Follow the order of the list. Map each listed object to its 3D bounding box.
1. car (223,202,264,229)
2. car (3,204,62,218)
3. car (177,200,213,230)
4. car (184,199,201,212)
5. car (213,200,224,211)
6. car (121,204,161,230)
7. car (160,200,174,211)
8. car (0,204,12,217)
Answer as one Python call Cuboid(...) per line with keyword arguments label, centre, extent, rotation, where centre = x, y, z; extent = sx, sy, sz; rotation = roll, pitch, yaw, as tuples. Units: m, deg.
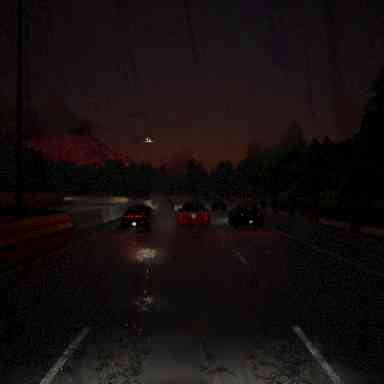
Cuboid(label="car", centre=(3.594, 1.639, 22.731), extent=(2.128, 1.511, 4.902), rotation=(0, 0, 0))
Cuboid(label="car", centre=(-10.584, 1.700, 23.346), extent=(2.033, 1.411, 5.357), rotation=(0, 0, 0))
Cuboid(label="car", centre=(0.096, 1.499, 22.336), extent=(2.097, 1.767, 4.553), rotation=(0, 0, 0))
Cuboid(label="car", centre=(0.073, 1.781, 44.388), extent=(2.128, 1.511, 4.902), rotation=(0, 0, 0))
Cuboid(label="car", centre=(3.574, 1.784, 44.787), extent=(2.128, 1.511, 4.902), rotation=(0, 0, 0))
Cuboid(label="car", centre=(-3.405, 1.649, 22.065), extent=(1.837, 1.490, 4.892), rotation=(0, -1, 0))
Cuboid(label="car", centre=(-3.425, 1.821, 45.338), extent=(1.812, 1.442, 4.674), rotation=(0, 0, 0))
Cuboid(label="car", centre=(-14.065, 1.667, 24.745), extent=(1.837, 1.490, 4.892), rotation=(0, 0, 0))
